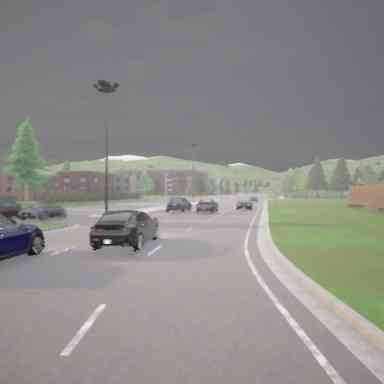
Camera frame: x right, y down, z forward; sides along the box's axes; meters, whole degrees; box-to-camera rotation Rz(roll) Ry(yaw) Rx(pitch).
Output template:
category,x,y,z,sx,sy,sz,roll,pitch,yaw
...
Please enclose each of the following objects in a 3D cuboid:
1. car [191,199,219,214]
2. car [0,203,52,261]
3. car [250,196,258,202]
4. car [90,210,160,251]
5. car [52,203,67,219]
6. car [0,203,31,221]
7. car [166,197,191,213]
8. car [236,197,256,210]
category,x,y,z,sx,sy,sz,roll,pitch,yaw
car,1.697,1.511,35.887,2.128,1.511,4.902,0,0,12
car,-6.604,1.366,10.467,2.097,1.767,4.553,0,0,4
car,13.639,1.553,73.866,2.128,1.511,4.902,0,0,13
car,-2.684,1.517,14.209,1.837,1.490,4.892,-1,0,8
car,-12.228,1.595,27.359,1.994,1.385,4.181,0,0,13
car,-15.785,1.636,27.490,1.895,1.301,4.718,0,0,13
car,-1.415,1.376,38.011,2.097,1.767,4.553,0,0,12
car,6.842,1.618,42.916,1.895,1.301,4.718,0,0,13
